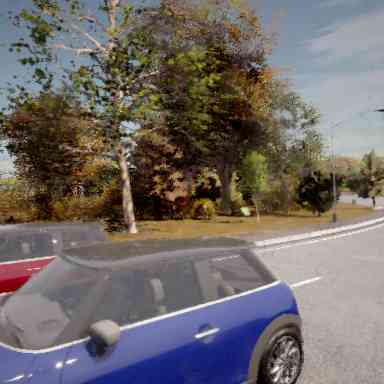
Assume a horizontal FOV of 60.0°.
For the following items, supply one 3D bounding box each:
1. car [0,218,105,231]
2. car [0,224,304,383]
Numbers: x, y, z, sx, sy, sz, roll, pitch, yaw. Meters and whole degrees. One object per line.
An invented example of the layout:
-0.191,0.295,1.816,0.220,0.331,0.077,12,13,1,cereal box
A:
-3.412,1.380,6.005,4.553,1.767,2.097,0,0,-36,car
-0.884,1.364,3.529,4.553,1.767,2.097,0,0,-37,car
